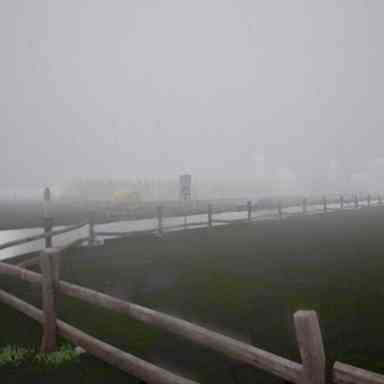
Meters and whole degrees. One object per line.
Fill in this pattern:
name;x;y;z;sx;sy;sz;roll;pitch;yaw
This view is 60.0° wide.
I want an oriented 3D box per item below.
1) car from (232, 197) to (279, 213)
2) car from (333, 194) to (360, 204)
car;6.108;1.175;31.343;5.357;1.411;2.033;-1;1;-44
car;21.490;0.931;46.149;5.357;1.411;2.033;-1;1;-44
